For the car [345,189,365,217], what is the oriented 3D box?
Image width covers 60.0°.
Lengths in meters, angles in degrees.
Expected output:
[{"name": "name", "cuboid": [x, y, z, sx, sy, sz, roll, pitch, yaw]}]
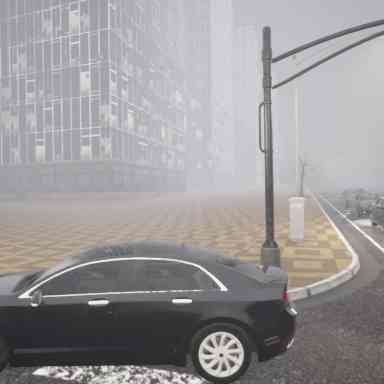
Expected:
[{"name": "car", "cuboid": [11.110, 0.759, 20.678, 1.994, 1.385, 4.181, -1, 2, 17]}]

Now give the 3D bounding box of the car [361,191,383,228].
[{"name": "car", "cuboid": [9.054, 0.928, 14.386, 2.128, 1.511, 4.902, -1, 2, 18]}]

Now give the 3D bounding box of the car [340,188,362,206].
[{"name": "car", "cuboid": [13.112, 0.454, 26.740, 2.128, 1.511, 4.902, -1, 2, 18]}]

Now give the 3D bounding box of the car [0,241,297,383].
[{"name": "car", "cuboid": [-1.047, 1.505, 4.762, 4.892, 1.490, 1.837, 0, 0, 0]}]
